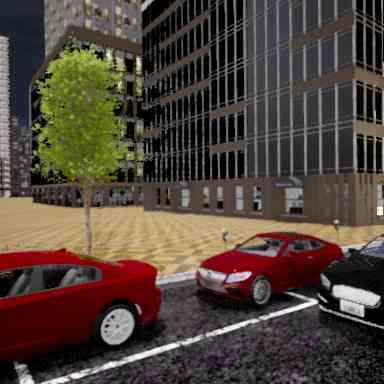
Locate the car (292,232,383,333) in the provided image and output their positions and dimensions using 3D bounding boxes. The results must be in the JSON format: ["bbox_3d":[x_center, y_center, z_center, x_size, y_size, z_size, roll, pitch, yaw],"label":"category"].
[{"bbox_3d":[4.472,1.556,6.576,4.902,1.511,2.128,1,0,-36],"label":"car"}]

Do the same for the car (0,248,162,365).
[{"bbox_3d":[-2.594,1.549,4.688,4.507,1.381,1.887,1,-1,-36],"label":"car"}]

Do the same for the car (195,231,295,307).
[{"bbox_3d":[2.042,1.636,7.999,4.206,1.307,1.802,1,-1,-36],"label":"car"}]
